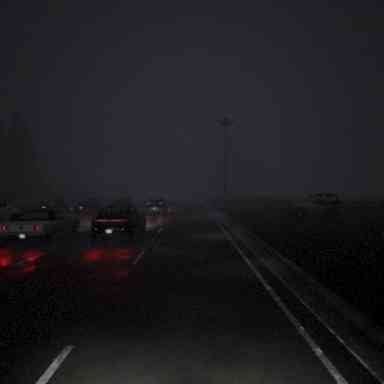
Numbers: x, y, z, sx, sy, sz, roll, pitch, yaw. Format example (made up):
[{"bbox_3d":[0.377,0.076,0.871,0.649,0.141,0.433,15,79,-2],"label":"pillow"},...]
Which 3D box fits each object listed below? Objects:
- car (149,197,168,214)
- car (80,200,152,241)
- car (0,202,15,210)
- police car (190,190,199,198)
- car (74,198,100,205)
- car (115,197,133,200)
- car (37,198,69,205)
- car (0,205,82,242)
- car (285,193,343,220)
[{"bbox_3d":[-3.401,1.254,32.407,2.128,1.511,4.902,0,0,0],"label":"car"},{"bbox_3d":[-3.400,1.374,16.015,2.128,1.511,4.902,0,0,0],"label":"car"},{"bbox_3d":[-10.400,1.106,15.756,2.150,2.045,5.566,0,0,0],"label":"car"},{"bbox_3d":[1.046,0.768,90.117,1.930,1.638,5.238,0,0,0],"label":"police car"},{"bbox_3d":[-10.415,1.281,33.453,1.812,1.442,4.674,0,0,0],"label":"car"},{"bbox_3d":[-6.902,1.229,33.994,1.882,1.535,5.008,0,0,0],"label":"car"},{"bbox_3d":[-13.915,1.281,33.492,1.812,1.442,4.674,0,0,0],"label":"car"},{"bbox_3d":[-6.900,1.485,15.748,1.895,1.301,4.718,0,0,0],"label":"car"},{"bbox_3d":[8.920,1.036,24.212,3.866,1.878,1.905,0,0,0],"label":"car"}]
